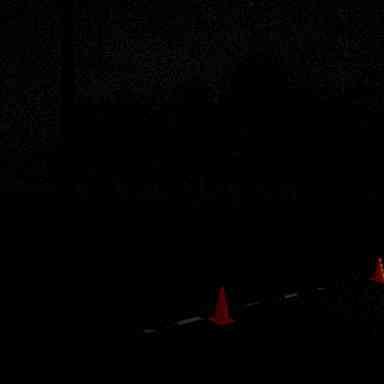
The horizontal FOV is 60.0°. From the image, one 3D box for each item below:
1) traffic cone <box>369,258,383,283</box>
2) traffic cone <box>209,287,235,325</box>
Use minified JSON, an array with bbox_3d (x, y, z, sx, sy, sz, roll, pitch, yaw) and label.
[{"bbox_3d":[4.829,1.990,8.572,0.340,0.580,0.340,1,0,-31],"label":"traffic cone"},{"bbox_3d":[0.527,1.958,5.831,0.340,0.580,0.340,0,0,-34],"label":"traffic cone"}]
